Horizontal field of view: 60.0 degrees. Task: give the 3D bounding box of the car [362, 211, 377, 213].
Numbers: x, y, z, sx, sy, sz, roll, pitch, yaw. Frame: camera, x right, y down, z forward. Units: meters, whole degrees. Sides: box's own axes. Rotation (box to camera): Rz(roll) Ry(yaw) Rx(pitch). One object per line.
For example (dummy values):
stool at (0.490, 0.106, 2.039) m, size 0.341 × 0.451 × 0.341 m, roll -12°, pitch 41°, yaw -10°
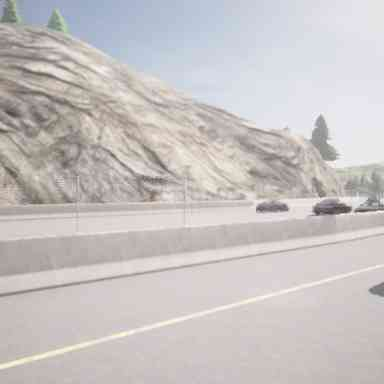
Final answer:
car at (16.063, 1.566, 29.539) m, size 4.181 × 1.385 × 1.994 m, roll 0°, pitch 0°, yaw -41°
